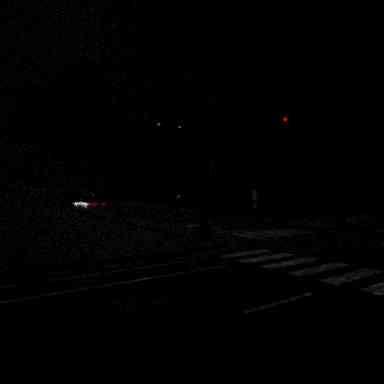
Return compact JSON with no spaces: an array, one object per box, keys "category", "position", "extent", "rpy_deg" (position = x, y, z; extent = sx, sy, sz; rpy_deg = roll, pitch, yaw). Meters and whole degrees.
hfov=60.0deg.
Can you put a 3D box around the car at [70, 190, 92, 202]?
[{"category":"car","position":[-15.886,0.535,45.423],"extent":[2.033,1.411,5.357],"rpy_deg":[0,3,-35]}]

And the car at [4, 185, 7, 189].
[{"category":"car","position":[-41.313,-1.169,76.950],"extent":[2.192,1.841,5.009],"rpy_deg":[2,0,-35]}]

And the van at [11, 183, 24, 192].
[{"category":"van","position":[-36.509,-0.911,70.180],"extent":[1.690,1.788,3.998],"rpy_deg":[2,0,-35]}]

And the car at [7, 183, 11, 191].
[{"category":"car","position":[-38.438,-0.795,72.888],"extent":[2.008,1.369,4.403],"rpy_deg":[2,0,-35]}]

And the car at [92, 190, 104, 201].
[{"category":"car","position":[-14.091,0.471,47.807],"extent":[1.812,1.442,4.674],"rpy_deg":[0,3,-35]}]
